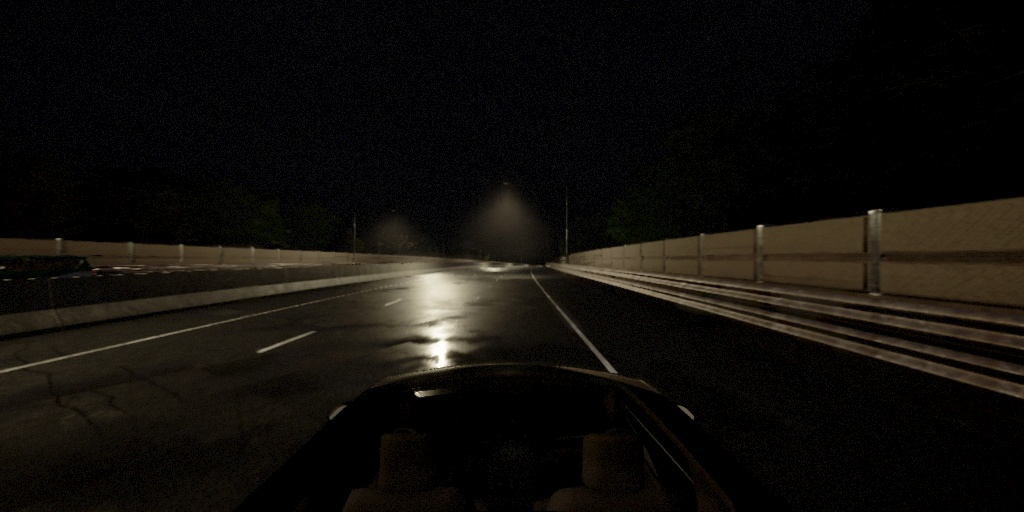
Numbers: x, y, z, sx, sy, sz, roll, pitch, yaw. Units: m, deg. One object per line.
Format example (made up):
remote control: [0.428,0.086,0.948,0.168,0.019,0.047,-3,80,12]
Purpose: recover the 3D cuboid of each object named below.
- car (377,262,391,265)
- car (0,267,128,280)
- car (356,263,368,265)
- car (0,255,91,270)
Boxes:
car: [-19.828,1.689,55.609,1.837,1.490,4.892,0,-1,3]
car: [-17.511,1.310,14.871,1.994,1.385,4.181,0,0,1]
car: [-23.352,1.771,55.006,1.895,1.301,4.718,0,-1,3]
car: [-21.012,0.960,14.830,2.150,2.045,5.566,0,0,1]
